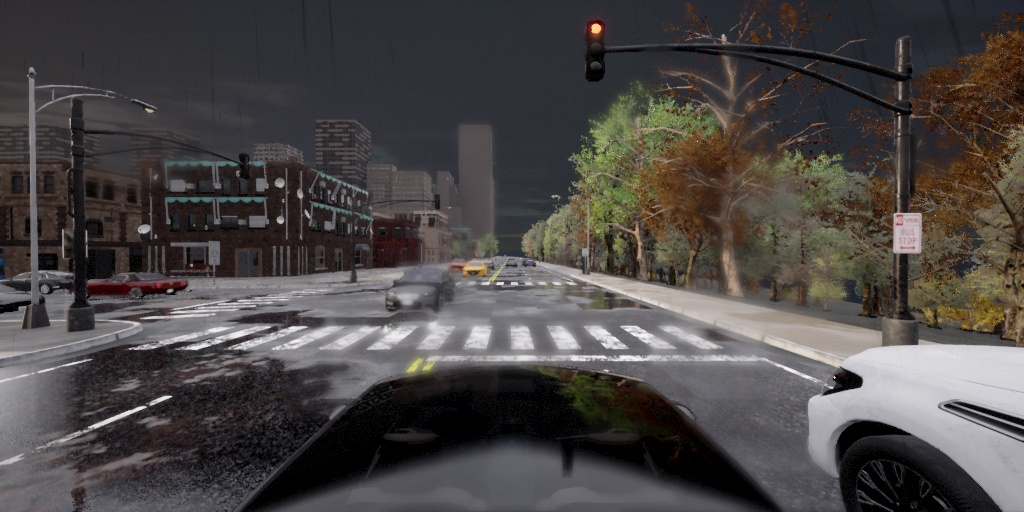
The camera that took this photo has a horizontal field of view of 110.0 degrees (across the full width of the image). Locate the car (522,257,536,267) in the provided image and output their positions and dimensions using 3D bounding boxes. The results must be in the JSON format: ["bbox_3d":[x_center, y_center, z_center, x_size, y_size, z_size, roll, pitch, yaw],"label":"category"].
[{"bbox_3d":[3.219,1.252,64.046,1.812,1.442,4.674,0,0,0],"label":"car"}]

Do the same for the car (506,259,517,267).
[{"bbox_3d":[-0.039,1.290,64.077,1.994,1.385,4.181,0,0,0],"label":"car"}]

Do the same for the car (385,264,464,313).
[{"bbox_3d":[-3.377,1.239,14.029,2.128,1.511,4.902,0,0,0],"label":"car"}]

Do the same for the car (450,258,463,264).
[{"bbox_3d":[-6.689,1.086,45.653,2.097,1.767,4.553,0,0,0],"label":"car"}]

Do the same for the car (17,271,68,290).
[{"bbox_3d":[-28.321,1.559,21.594,4.403,1.370,2.007,0,0,0],"label":"car"}]

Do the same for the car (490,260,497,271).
[{"bbox_3d":[-3.446,1.258,49.803,1.812,1.442,4.674,0,0,0],"label":"car"}]

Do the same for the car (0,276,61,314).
[{"bbox_3d":[-19.970,1.564,13.099,4.313,1.339,1.948,0,0,0],"label":"car"}]

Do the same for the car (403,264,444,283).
[{"bbox_3d":[-6.902,1.343,28.503,1.895,1.301,4.718,0,0,4],"label":"car"}]

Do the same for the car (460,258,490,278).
[{"bbox_3d":[-3.418,1.218,34.088,1.882,1.535,5.008,0,1,0],"label":"car"}]

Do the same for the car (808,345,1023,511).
[{"bbox_3d":[3.356,0.972,0.343,2.150,2.045,5.566,0,0,0],"label":"car"}]

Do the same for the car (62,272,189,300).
[{"bbox_3d":[-19.958,1.542,18.749,4.718,1.301,1.895,-1,1,3],"label":"car"}]
